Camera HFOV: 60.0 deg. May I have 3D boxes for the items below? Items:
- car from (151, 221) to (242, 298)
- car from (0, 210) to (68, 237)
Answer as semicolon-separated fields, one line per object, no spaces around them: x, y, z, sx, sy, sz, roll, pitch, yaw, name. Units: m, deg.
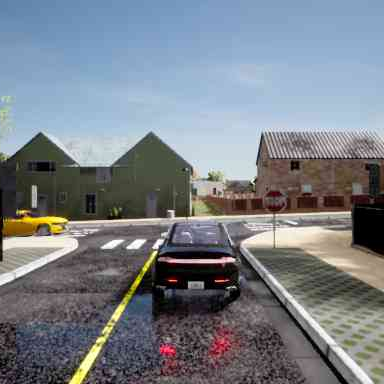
0.159;1.493;8.513;2.128;1.511;4.902;0;0;2;car
-9.664;1.777;18.920;5.008;1.535;1.882;-2;0;0;car
